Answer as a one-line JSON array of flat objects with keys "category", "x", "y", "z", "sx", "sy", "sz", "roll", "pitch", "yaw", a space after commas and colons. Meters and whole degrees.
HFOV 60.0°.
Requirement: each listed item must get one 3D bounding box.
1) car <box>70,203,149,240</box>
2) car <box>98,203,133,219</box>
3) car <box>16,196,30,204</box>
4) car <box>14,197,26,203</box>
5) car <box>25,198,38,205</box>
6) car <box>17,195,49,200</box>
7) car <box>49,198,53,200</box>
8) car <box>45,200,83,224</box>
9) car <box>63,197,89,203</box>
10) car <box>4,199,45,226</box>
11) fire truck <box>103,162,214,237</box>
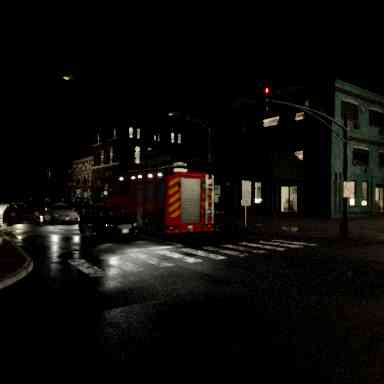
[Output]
[{"category": "car", "x": -4.464, "y": 1.541, "z": 17.308, "sx": 2.128, "sy": 1.511, "sz": 4.902, "roll": 1, "pitch": -1, "yaw": -35}, {"category": "car", "x": -7.431, "y": 1.783, "z": 31.962, "sx": 1.802, "sy": 1.307, "sz": 4.206, "roll": 1, "pitch": -1, "yaw": -35}, {"category": "car", "x": -39.818, "y": 1.788, "z": 78.432, "sx": 2.192, "sy": 1.841, "sz": 5.009, "roll": 1, "pitch": -1, "yaw": -35}, {"category": "car", "x": -42.983, "y": 2.051, "z": 82.990, "sx": 2.008, "sy": 1.369, "sz": 4.403, "roll": 1, "pitch": -1, "yaw": -35}, {"category": "car", "x": -33.588, "y": 1.945, "z": 69.447, "sx": 1.752, "sy": 1.417, "sz": 4.829, "roll": 1, "pitch": -1, "yaw": -35}, {"category": "car", "x": -17.658, "y": 1.377, "z": 36.357, "sx": 2.150, "sy": 2.045, "sz": 5.566, "roll": 1, "pitch": -1, "yaw": -35}, {"category": "car", "x": -24.000, "y": 1.778, "z": 55.624, "sx": 1.967, "sy": 1.590, "sz": 4.097, "roll": 1, "pitch": -1, "yaw": -35}, {"category": "car", "x": -10.163, "y": 1.621, "z": 25.527, "sx": 1.812, "sy": 1.442, "sz": 4.674, "roll": 1, "pitch": -1, "yaw": -35}, {"category": "car", "x": -14.440, "y": 1.574, "z": 41.991, "sx": 2.192, "sy": 1.841, "sz": 5.009, "roll": 1, "pitch": -1, "yaw": -35}, {"category": "car", "x": -12.008, "y": 1.492, "z": 23.407, "sx": 1.967, "sy": 1.590, "sz": 4.097, "roll": 1, "pitch": -1, "yaw": -35}, {"category": "fire truck", "x": -2.367, "y": 0.456, "z": 19.771, "sx": 2.891, "sy": 3.827, "sz": 8.468, "roll": 1, "pitch": -1, "yaw": -35}]
